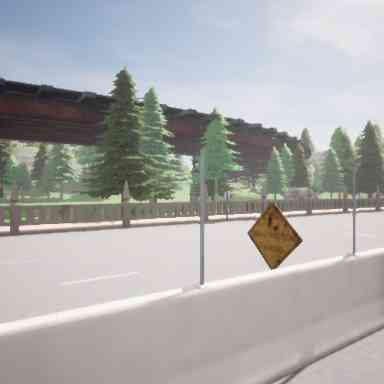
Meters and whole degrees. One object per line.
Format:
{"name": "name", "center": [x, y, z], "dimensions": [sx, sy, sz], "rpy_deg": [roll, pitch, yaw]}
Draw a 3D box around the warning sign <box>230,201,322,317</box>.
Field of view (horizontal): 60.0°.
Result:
{"name": "warning sign", "center": [1.546, 1.112, 6.262], "dimensions": [1.060, 1.860, 1.300], "rpy_deg": [0, 0, -35]}
